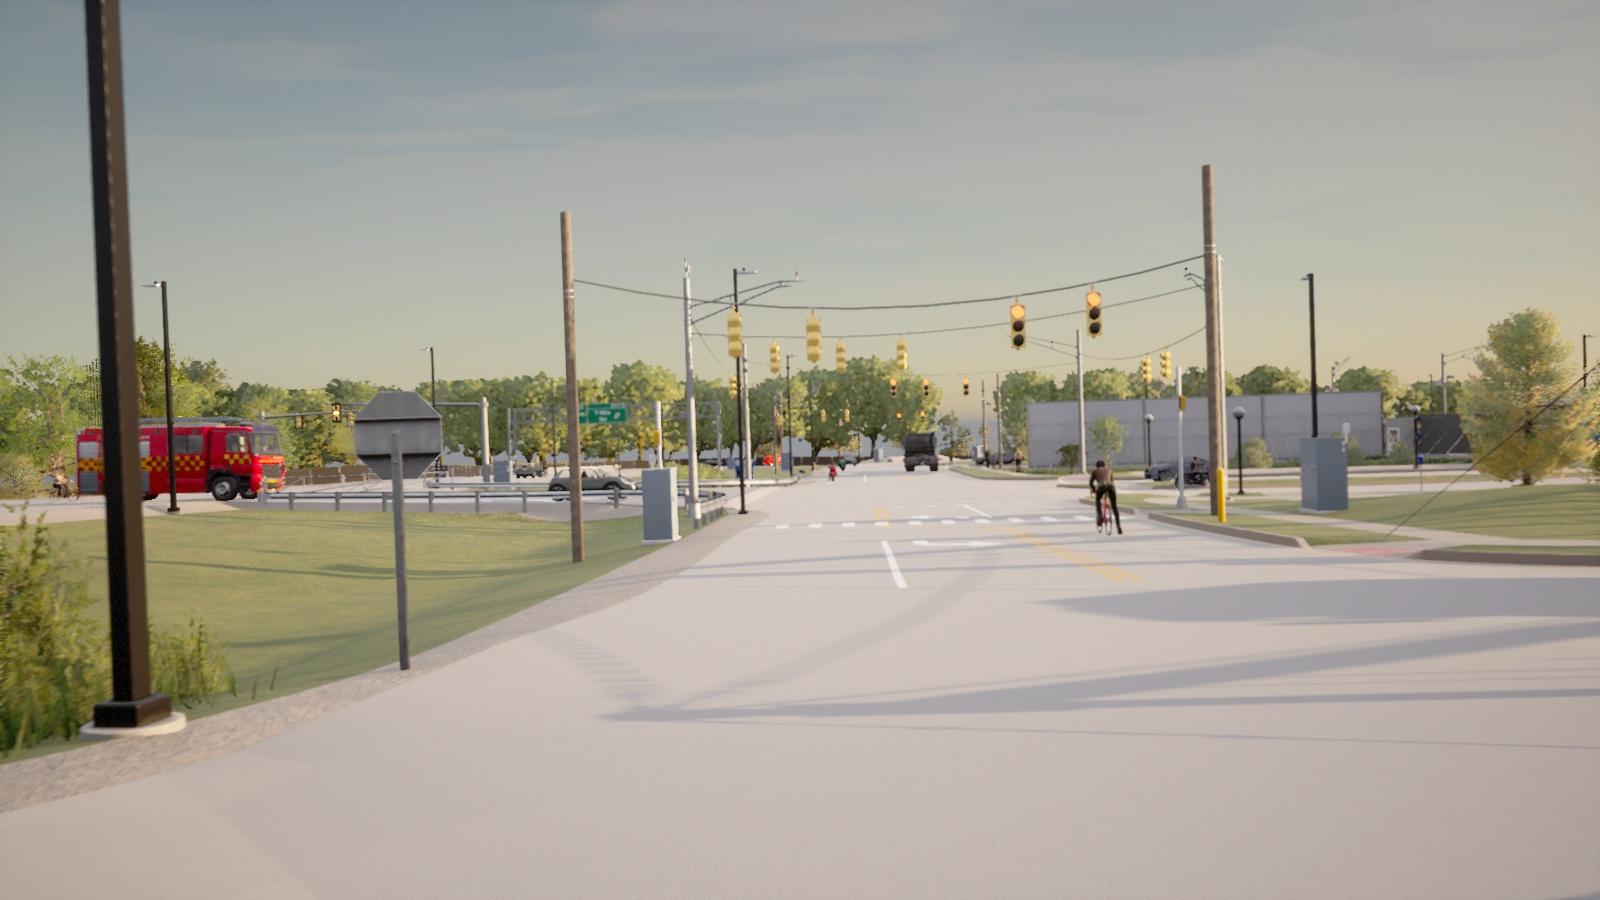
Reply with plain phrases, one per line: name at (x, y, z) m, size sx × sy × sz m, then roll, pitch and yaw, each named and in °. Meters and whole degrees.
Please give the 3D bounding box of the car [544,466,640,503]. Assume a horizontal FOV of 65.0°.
car at (-9.301, 1.553, 56.291) m, size 3.806 × 1.475 × 1.970 m, roll -2°, pitch 0°, yaw 7°

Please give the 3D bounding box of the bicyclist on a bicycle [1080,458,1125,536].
bicyclist on a bicycle at (6.594, 1.007, 27.421) m, size 0.582 × 1.620 × 1.656 m, roll -2°, pitch -1°, yaw 2°

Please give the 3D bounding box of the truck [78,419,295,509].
truck at (-27.899, 0.633, 57.323) m, size 8.468 × 3.827 × 2.891 m, roll -1°, pitch 0°, yaw 3°

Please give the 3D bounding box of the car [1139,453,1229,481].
car at (20.465, 0.898, 67.021) m, size 4.181 × 1.385 × 1.994 m, roll -2°, pitch 0°, yaw 3°

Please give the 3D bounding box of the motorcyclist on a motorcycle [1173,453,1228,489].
motorcyclist on a motorcycle at (18.876, 0.976, 59.222) m, size 2.350 × 1.649 × 0.766 m, roll -1°, pitch 0°, yaw 4°

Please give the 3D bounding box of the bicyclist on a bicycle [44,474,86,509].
bicyclist on a bicycle at (-35.839, 2.020, 61.250) m, size 1.509 × 1.612 × 0.866 m, roll -2°, pitch 0°, yaw 3°
